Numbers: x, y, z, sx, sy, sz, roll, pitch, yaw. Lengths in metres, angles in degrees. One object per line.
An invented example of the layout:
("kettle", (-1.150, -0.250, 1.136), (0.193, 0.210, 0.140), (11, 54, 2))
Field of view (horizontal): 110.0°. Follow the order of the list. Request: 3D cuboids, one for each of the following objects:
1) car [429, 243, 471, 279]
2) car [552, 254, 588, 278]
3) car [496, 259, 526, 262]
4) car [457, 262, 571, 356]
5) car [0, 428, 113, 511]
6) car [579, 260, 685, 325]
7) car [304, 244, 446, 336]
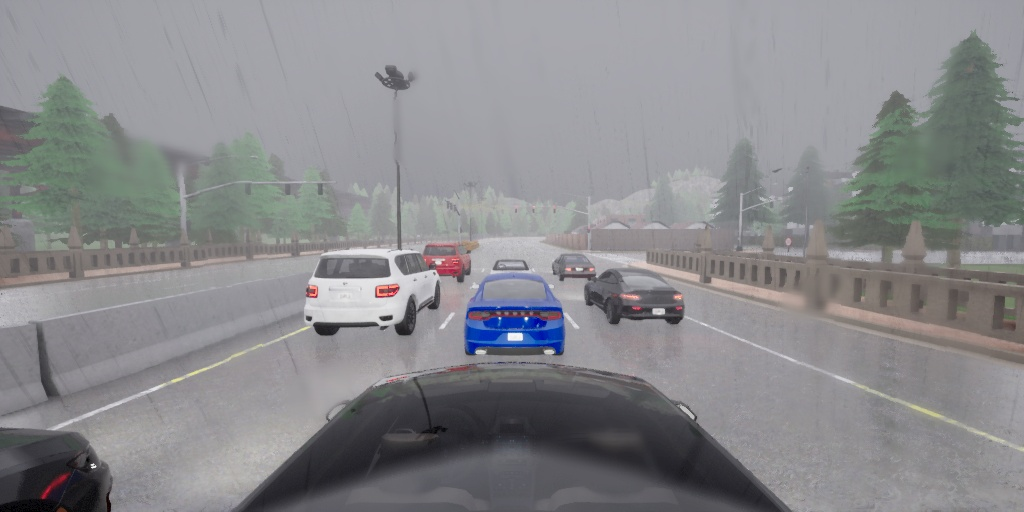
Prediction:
("car", (-3.592, 0.259, 20.044), (2.150, 2.045, 5.566), (0, 4, -1))
("car", (3.419, 0.565, 20.482), (2.033, 1.411, 5.357), (0, 3, 0))
("car", (-0.063, 0.796, 17.471), (1.895, 1.301, 4.718), (0, 3, -1))
("car", (0.035, 1.115, 8.422), (1.882, 1.535, 5.008), (0, 2, 0))
("car", (-3.389, 1.254, 0.169), (1.837, 1.490, 4.892), (0, 0, -1))
("car", (3.509, 1.074, 10.927), (1.812, 1.442, 4.674), (0, 2, -1))
("car", (-3.480, 0.803, 10.055), (2.150, 2.045, 5.566), (0, 2, -1))
